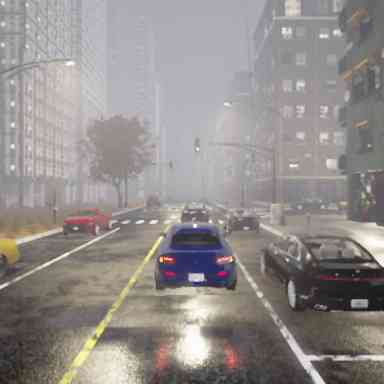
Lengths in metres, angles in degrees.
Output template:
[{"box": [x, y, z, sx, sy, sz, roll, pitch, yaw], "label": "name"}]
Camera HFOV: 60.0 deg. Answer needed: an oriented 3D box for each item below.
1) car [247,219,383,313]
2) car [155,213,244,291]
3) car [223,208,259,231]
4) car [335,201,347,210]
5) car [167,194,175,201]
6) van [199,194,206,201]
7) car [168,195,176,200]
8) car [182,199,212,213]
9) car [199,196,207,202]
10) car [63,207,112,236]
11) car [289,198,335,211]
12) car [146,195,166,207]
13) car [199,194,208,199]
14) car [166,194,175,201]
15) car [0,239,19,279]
[{"box": [2.682, 1.551, 7.511, 2.008, 1.369, 4.403, 0, 0, 0], "label": "car"}, {"box": [0.083, 1.527, 8.883, 1.812, 1.442, 4.674, 0, 0, 0], "label": "car"}, {"box": [2.669, 1.555, 18.577, 2.008, 1.369, 4.403, 0, 0, 0], "label": "car"}, {"box": [18.780, 1.259, 38.056, 4.829, 1.417, 1.752, -1, 1, -1], "label": "car"}, {"box": [-5.787, 1.649, 84.093, 1.947, 1.339, 4.313, 0, 0, 0], "label": "car"}, {"box": [2.594, 1.424, 84.103, 1.690, 1.788, 3.998, 0, 0, 0], "label": "van"}, {"box": [-5.800, 1.657, 95.139, 2.008, 1.369, 4.403, 0, 0, 0], "label": "car"}, {"box": [0.363, 1.499, 23.719, 2.128, 1.511, 4.902, 0, 0, 5], "label": "car"}, {"box": [2.600, 1.598, 78.749, 1.752, 1.417, 4.829, 0, 0, 0], "label": "car"}, {"box": [-5.711, 1.549, 18.567, 1.887, 1.381, 4.507, 0, 0, 0], "label": "car"}, {"box": [13.384, 1.359, 37.995, 4.403, 1.369, 2.008, -1, 1, -1], "label": "car"}, {"box": [-5.749, 1.349, 50.956, 2.192, 1.841, 5.009, 0, 0, 0], "label": "car"}, {"box": [2.607, 1.630, 73.056, 1.947, 1.339, 4.313, 0, 0, 0], "label": "car"}, {"box": [-5.794, 1.409, 89.615, 2.192, 1.841, 5.009, 0, 0, 0], "label": "car"}, {"box": [-5.698, 1.526, 7.332, 1.752, 1.417, 4.829, 0, 0, 0], "label": "car"}]
